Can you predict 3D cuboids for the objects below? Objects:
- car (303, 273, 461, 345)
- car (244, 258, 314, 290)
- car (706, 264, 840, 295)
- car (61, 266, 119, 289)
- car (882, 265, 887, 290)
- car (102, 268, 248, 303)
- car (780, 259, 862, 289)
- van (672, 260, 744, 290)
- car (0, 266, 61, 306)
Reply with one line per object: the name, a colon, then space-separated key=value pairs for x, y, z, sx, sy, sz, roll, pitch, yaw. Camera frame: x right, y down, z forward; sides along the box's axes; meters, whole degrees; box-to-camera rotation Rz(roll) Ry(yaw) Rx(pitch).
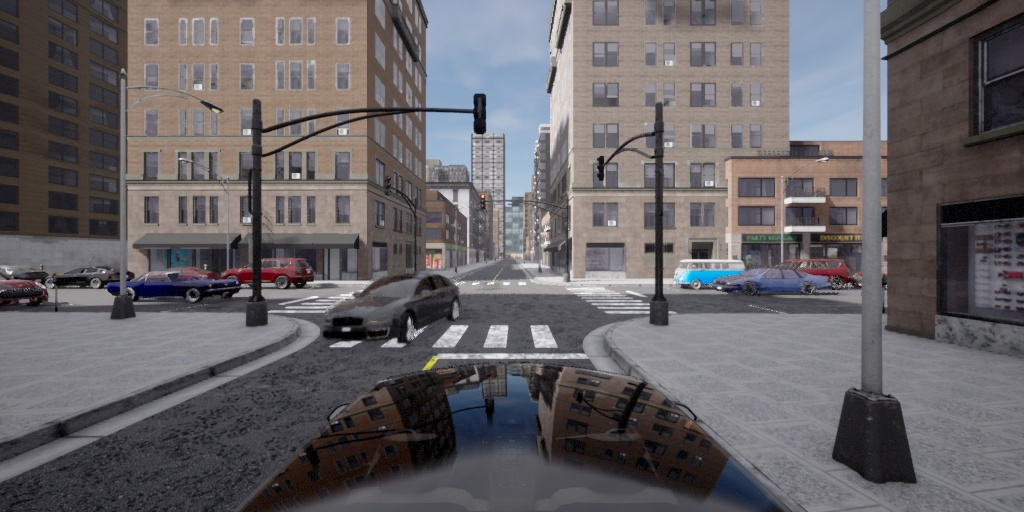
car: x=-2.912 y=1.255 z=9.740 sx=1.837 sy=1.490 sz=4.892 roll=-2 pitch=0 yaw=12
car: x=-14.904 y=1.059 z=22.081 sx=5.009 sy=1.841 sz=2.192 roll=0 pitch=0 yaw=0
car: x=13.762 y=1.315 z=19.152 sx=5.357 sy=1.411 sz=2.033 roll=0 pitch=0 yaw=0
car: x=-25.951 y=1.299 z=22.148 sx=4.313 sy=1.339 sz=1.948 roll=0 pitch=0 yaw=0
car: x=23.235 y=1.215 z=21.850 sx=4.097 sy=1.591 sz=1.967 roll=0 pitch=0 yaw=0
car: x=-14.997 y=1.345 z=16.139 sx=4.718 sy=1.301 sz=1.895 roll=0 pitch=0 yaw=3
car: x=17.639 y=1.086 z=21.884 sx=5.009 sy=1.841 sz=2.192 roll=0 pitch=0 yaw=0
van: x=12.043 y=1.107 z=21.918 sx=3.998 sy=1.789 sz=1.690 roll=0 pitch=0 yaw=0
car: x=-20.454 y=1.179 z=13.589 sx=4.097 sy=1.591 sz=1.967 roll=0 pitch=0 yaw=0
